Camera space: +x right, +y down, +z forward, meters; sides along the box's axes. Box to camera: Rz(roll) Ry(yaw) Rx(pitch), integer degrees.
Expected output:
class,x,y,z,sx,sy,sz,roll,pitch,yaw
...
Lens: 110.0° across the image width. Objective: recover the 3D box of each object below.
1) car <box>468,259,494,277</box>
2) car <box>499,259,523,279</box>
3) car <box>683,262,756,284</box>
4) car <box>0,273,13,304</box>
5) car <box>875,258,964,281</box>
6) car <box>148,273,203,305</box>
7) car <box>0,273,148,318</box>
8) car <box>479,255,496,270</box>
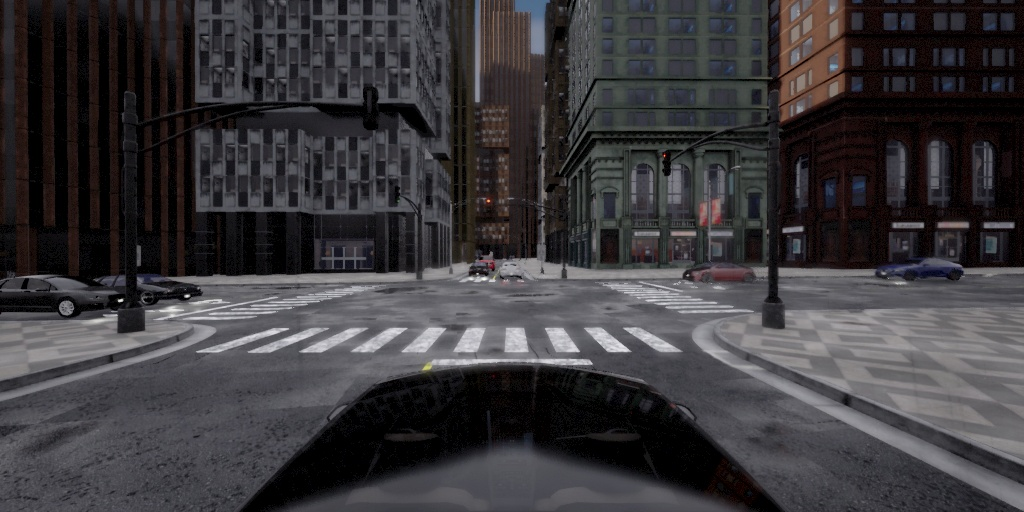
class,x,y,z,sx,sy,sz,roll,pitch,yaw
car,-3.236,1.276,36.193,2.033,1.411,5.357,0,0,0
car,-0.142,1.259,32.444,1.812,1.442,4.674,-1,0,-3
car,13.654,1.085,23.760,4.181,1.385,1.994,-1,0,0
car,-27.350,1.609,16.942,4.892,1.490,1.837,-1,0,0
car,26.999,0.876,23.788,4.674,1.442,1.812,-1,0,0
car,-17.863,1.523,17.023,5.357,1.411,2.033,-1,0,5
car,-17.420,1.492,13.717,4.892,1.490,1.837,-1,0,0
car,-3.332,0.934,46.872,2.150,2.045,5.566,0,0,-1
